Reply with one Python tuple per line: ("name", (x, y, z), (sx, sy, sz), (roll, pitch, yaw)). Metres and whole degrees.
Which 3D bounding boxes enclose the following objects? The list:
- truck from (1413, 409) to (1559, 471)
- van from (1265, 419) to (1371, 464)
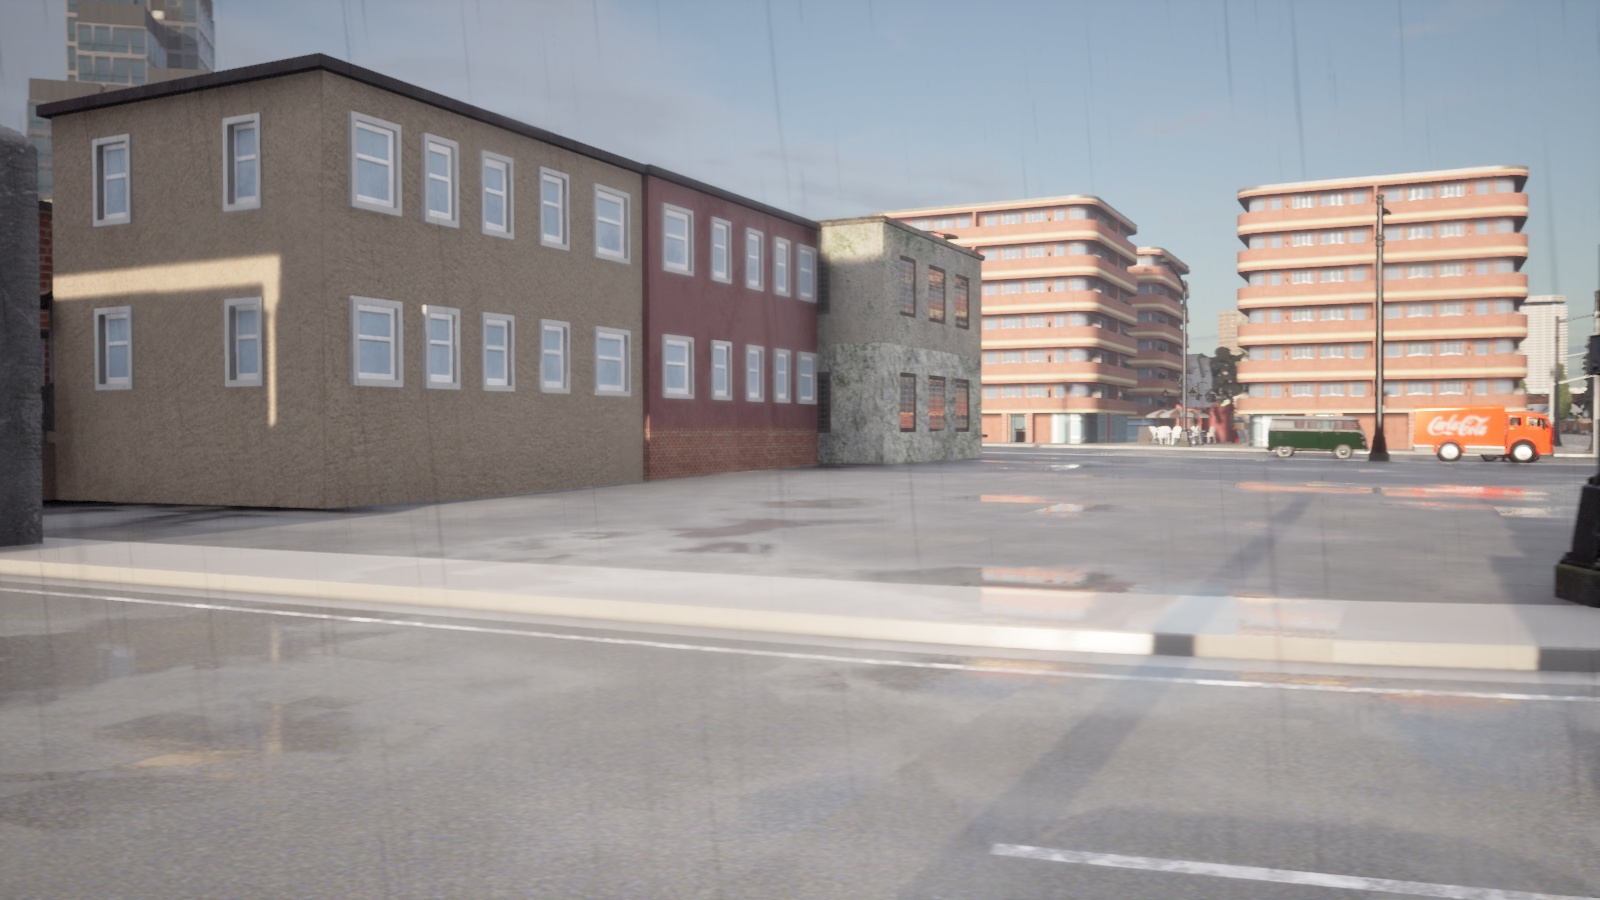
("truck", (28.717, -0.454, 52.800), (5.204, 2.467, 2.627), (1, 1, 26))
("van", (24.284, -0.419, 58.871), (4.442, 1.987, 1.775), (2, 2, 26))
